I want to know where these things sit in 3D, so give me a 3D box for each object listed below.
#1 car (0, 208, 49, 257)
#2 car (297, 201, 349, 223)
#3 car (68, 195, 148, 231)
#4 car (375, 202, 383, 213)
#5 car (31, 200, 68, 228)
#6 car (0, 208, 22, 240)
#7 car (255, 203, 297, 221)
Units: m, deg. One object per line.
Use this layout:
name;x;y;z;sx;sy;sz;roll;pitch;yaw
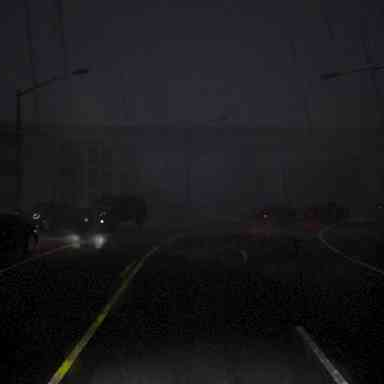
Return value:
car;-6.823;1.493;10.746;1.837;1.490;4.892;0;0;4
car;10.401;1.454;25.662;5.008;1.535;1.882;0;0;-44
car;-4.886;1.200;21.203;2.150;2.045;5.566;0;0;22
car;21.447;1.533;34.835;4.181;1.385;1.994;0;0;-11
car;-8.756;1.331;20.392;2.097;1.767;4.553;0;0;18
car;-10.079;1.547;15.298;1.994;1.385;4.181;0;0;9
car;7.083;1.575;27.194;1.895;1.301;4.718;0;0;41
